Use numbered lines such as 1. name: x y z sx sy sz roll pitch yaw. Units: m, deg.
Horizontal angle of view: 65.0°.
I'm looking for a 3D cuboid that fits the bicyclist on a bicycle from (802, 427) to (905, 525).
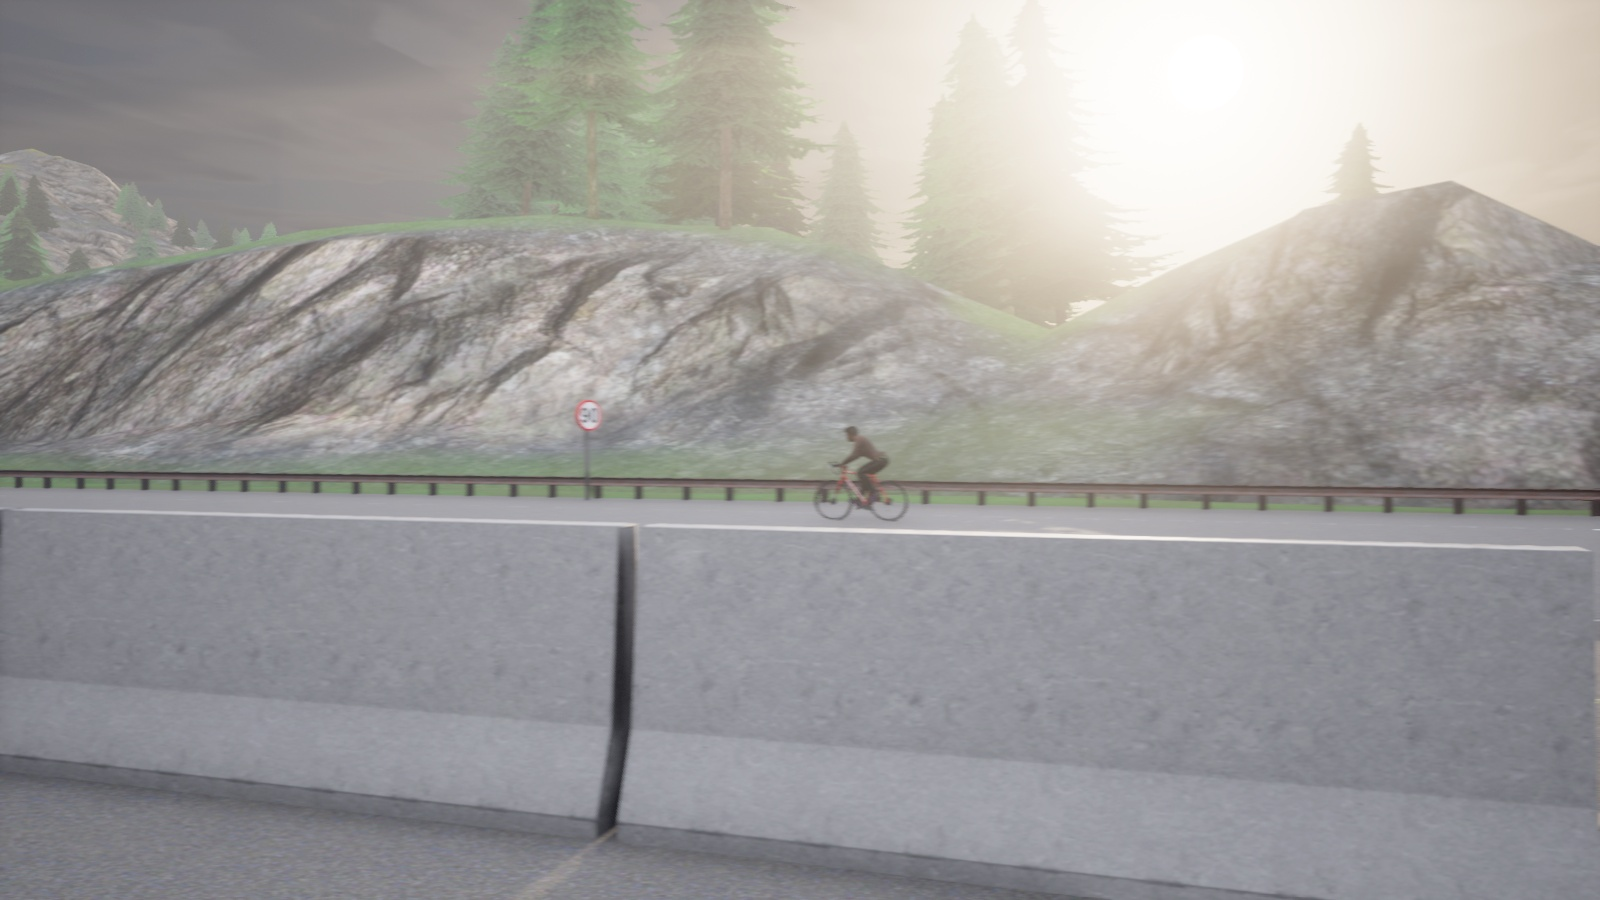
1. bicyclist on a bicycle: 0.907 0.424 21.349 1.656 1.620 0.582 0 1 19
